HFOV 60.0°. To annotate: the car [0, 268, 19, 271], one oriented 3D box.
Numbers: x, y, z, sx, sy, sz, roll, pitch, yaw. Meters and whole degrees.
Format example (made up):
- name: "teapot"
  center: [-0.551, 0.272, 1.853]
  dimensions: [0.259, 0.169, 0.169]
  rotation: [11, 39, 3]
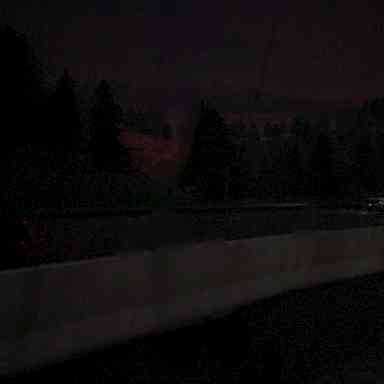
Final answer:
- name: "car"
  center: [-6.306, 1.427, 8.001]
  dimensions: [4.181, 1.385, 1.994]
  rotation: [0, 1, -36]
